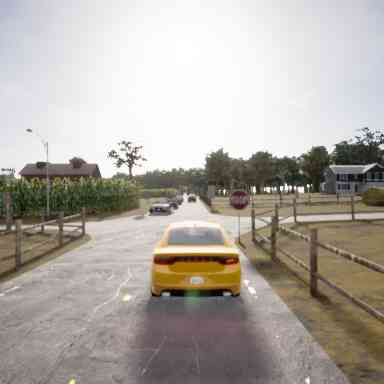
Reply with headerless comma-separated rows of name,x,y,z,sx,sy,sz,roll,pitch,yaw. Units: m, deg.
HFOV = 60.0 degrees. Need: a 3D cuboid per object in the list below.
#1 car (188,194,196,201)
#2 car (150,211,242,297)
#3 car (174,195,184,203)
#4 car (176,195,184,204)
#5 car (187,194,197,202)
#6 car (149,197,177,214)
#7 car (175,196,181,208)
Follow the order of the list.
car,0.009,1.241,80.877,1.882,1.535,5.008,0,0,0
car,0.063,1.481,8.637,1.882,1.535,5.008,0,0,-1
car,-2.745,1.415,70.680,1.882,1.535,5.008,0,0,0
car,-2.790,1.554,58.360,1.895,1.301,4.718,0,0,1
car,0.005,1.433,70.447,1.837,1.490,4.892,0,0,0
car,-3.106,1.547,34.346,1.994,1.385,4.181,0,0,4
car,-2.841,1.570,44.631,1.895,1.301,4.718,0,0,0
